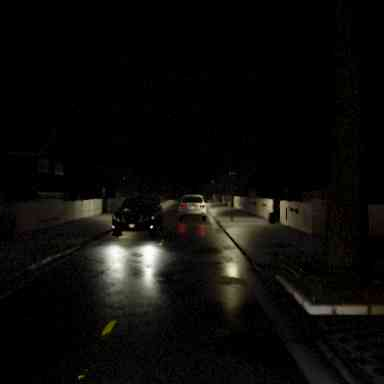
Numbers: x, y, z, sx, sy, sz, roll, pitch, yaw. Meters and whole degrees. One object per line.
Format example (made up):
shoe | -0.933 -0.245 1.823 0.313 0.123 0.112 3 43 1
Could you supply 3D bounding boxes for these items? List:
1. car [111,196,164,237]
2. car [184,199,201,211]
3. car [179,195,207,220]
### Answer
car | -2.810 1.247 18.388 2.150 2.045 5.566 0 0 0
car | 0.078 1.621 44.035 2.033 1.411 5.357 0 0 0
car | 0.085 1.264 28.238 2.150 2.045 5.566 0 0 1
